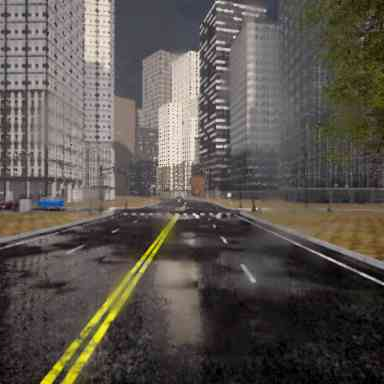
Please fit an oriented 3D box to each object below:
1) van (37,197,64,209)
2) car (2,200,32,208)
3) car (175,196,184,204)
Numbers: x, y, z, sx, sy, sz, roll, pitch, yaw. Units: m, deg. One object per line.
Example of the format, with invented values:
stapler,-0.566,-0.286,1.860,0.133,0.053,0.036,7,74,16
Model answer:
van,-22.642,1.746,53.410,3.998,1.788,1.690,0,0,1
car,-28.181,1.926,53.456,4.507,1.381,1.887,0,0,1
car,-3.240,2.024,85.357,2.150,2.045,5.566,0,0,0
